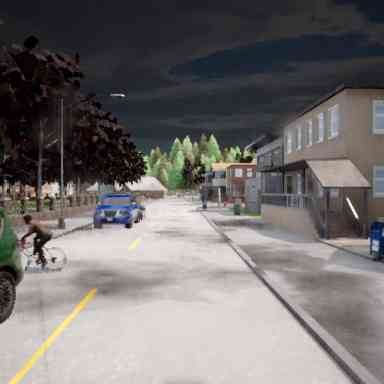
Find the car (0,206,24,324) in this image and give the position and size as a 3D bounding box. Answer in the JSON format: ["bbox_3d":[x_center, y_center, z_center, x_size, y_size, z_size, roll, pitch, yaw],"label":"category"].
[{"bbox_3d":[-4.192,1.222,4.090,2.150,2.045,5.566,0,0,-3],"label":"car"}]

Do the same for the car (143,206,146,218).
[{"bbox_3d":[-4.901,1.573,27.496,1.994,1.385,4.181,0,0,-2],"label":"car"}]

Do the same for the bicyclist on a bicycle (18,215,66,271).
[{"bbox_3d":[-4.402,1.460,9.314,1.656,1.620,0.582,-2,1,-8],"label":"bicyclist on a bicycle"}]

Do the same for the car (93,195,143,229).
[{"bbox_3d":[-4.803,1.222,21.825,2.150,2.045,5.566,0,0,-2],"label":"car"}]
